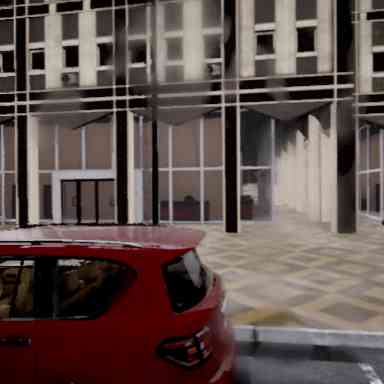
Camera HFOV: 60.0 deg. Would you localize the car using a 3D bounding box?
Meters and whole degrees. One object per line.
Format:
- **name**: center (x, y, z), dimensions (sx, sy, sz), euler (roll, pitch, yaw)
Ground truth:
- **car**: center (-2.048, 1.314, 3.505), dimensions (5.009, 1.841, 2.192), euler (-1, 1, 9)
